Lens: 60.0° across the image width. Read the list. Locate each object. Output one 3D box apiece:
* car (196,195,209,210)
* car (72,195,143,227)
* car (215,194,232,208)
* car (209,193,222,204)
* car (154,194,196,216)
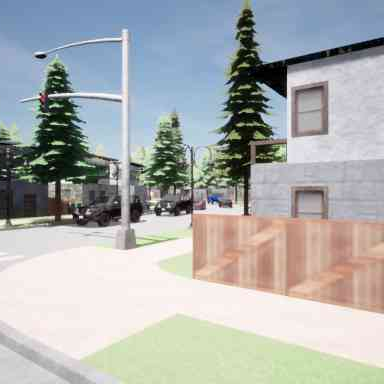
[{"bbox_3d":[0.535,1.333,42.058,2.097,1.767,4.553,0,0,9],"label":"car"},{"bbox_3d":[-5.618,1.202,23.083,2.150,2.045,5.566,0,0,27],"label":"car"},{"bbox_3d":[4.871,1.473,49.122,2.128,1.511,4.902,0,0,2],"label":"car"},{"bbox_3d":[4.296,1.202,60.841,2.150,2.045,5.566,0,0,-9],"label":"car"},{"bbox_3d":[-1.723,1.202,32.459,2.150,2.045,5.566,0,0,18],"label":"car"}]
